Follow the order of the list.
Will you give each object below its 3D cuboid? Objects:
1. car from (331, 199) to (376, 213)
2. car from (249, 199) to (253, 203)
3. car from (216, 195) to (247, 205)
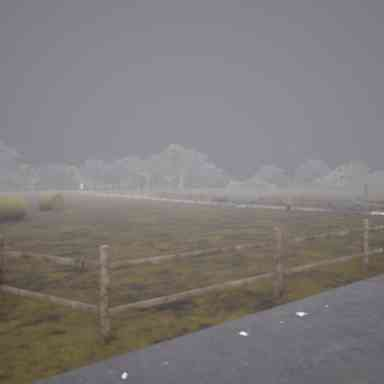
[{"bbox_3d":[16.433,1.355,34.021,1.994,1.385,4.181,1,-1,-35],"label":"car"},{"bbox_3d":[7.134,1.235,52.047,2.033,1.411,5.357,1,0,-35],"label":"car"},{"bbox_3d":[5.504,1.173,49.268,1.837,1.490,4.892,1,0,-36],"label":"car"}]
